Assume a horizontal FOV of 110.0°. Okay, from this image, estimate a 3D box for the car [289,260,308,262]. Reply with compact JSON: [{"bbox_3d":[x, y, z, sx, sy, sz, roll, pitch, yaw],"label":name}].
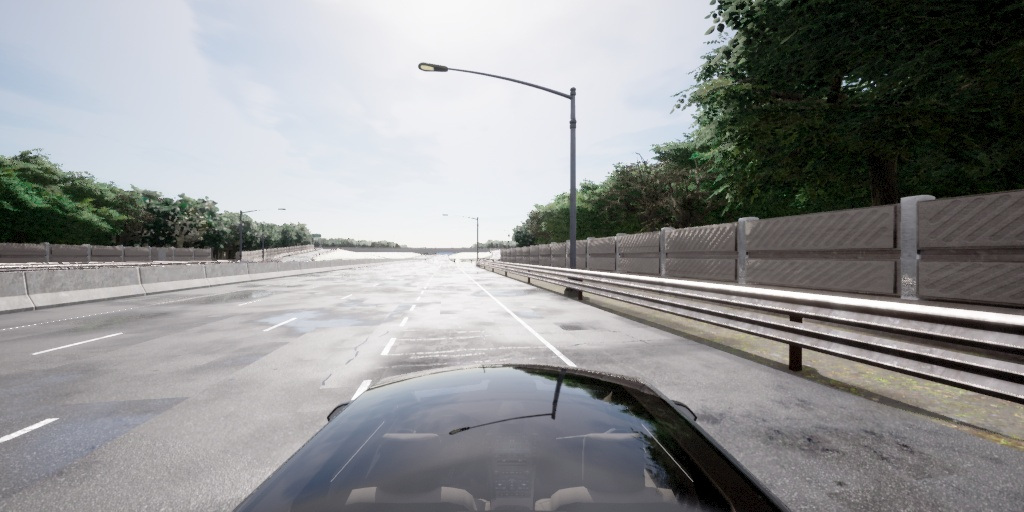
[{"bbox_3d":[-30.670,1.363,52.918,1.994,1.385,4.181,0,0,-10],"label":"car"}]
